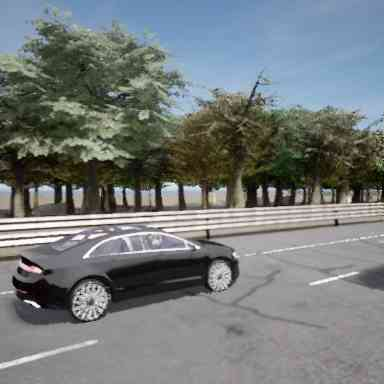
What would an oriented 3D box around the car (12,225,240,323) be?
[{"bbox_3d":[-1.106,1.475,7.202,4.902,1.511,2.128,0,0,-35],"label":"car"}]
